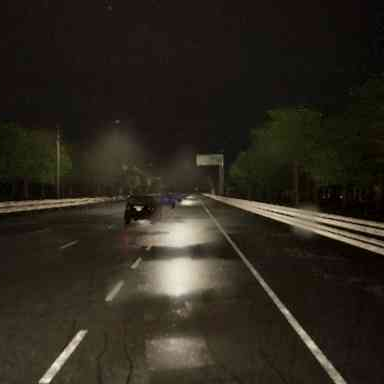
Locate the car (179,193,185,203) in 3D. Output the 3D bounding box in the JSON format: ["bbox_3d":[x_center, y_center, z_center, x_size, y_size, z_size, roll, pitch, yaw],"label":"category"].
[{"bbox_3d":[-3.231,1.225,69.087,2.150,2.045,5.566,0,0,0],"label":"car"}]

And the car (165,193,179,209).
[{"bbox_3d":[-3.380,1.231,45.928,2.150,2.045,5.566,0,0,0],"label":"car"}]

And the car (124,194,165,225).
[{"bbox_3d":[-3.464,1.227,24.332,2.150,2.045,5.566,0,0,0],"label":"car"}]
